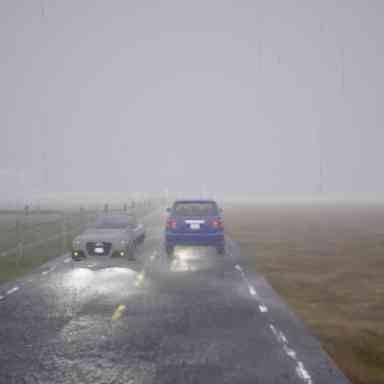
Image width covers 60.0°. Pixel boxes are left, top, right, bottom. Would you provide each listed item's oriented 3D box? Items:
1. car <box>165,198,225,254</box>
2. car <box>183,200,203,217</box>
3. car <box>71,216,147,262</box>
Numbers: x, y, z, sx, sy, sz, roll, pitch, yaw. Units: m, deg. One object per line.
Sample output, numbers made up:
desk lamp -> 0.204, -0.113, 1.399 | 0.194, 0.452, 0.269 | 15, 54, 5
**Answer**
car -> 0.103, 1.249, 13.831 | 2.150, 2.045, 5.566 | 0, 0, 0
car -> 0.109, 1.598, 33.204 | 1.812, 1.442, 4.674 | 0, 0, 0
car -> -2.844, 1.588, 12.158 | 1.994, 1.385, 4.181 | 0, 0, 0
